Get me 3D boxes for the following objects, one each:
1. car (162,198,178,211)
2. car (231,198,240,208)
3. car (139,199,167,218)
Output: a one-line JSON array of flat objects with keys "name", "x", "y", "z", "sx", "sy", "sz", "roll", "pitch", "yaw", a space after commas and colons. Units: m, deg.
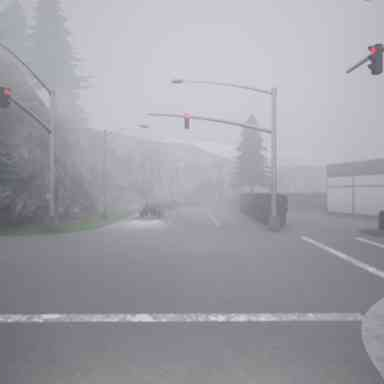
[{"name": "car", "x": -3.084, "y": 1.463, "z": 40.724, "sx": 2.128, "sy": 1.511, "sz": 4.902, "roll": 0, "pitch": 0, "yaw": 12}, {"name": "car", "x": 7.914, "y": 1.474, "z": 46.766, "sx": 4.892, "sy": 1.490, "sz": 1.837, "roll": 0, "pitch": -2, "yaw": -15}, {"name": "car", "x": -3.605, "y": 1.581, "z": 30.339, "sx": 1.895, "sy": 1.301, "sz": 4.718, "roll": 0, "pitch": 0, "yaw": 0}]
